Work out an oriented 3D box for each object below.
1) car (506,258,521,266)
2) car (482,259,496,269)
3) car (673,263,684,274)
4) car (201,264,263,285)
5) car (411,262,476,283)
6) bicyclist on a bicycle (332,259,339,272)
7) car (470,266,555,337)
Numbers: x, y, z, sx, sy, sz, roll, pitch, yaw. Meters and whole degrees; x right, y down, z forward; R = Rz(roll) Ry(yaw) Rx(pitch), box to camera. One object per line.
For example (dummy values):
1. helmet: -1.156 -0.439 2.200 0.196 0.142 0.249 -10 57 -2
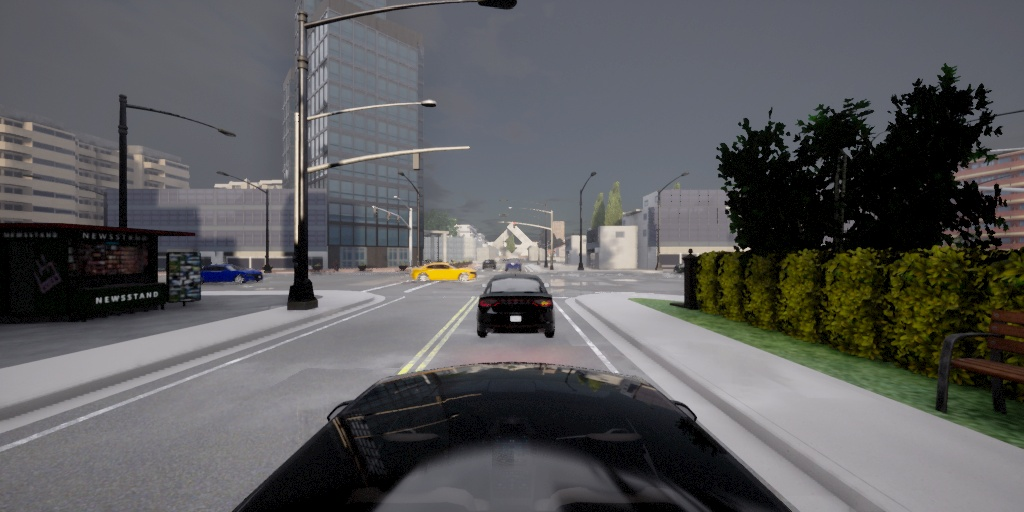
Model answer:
1. car: 0.216 1.102 49.581 2.097 1.767 4.553 0 0 1
2. car: -3.395 1.228 54.136 1.882 1.535 5.008 0 0 0
3. car: 19.977 1.058 38.806 4.553 1.767 2.097 0 0 0
4. car: -22.182 1.399 27.928 5.008 1.535 1.882 -1 0 0
5. car: -5.296 1.258 27.999 5.008 1.535 1.882 -1 0 0
6. bicyclist on a bicycle: -21.835 1.216 44.408 0.582 1.620 1.656 -1 0 0
7. car: 0.107 1.228 10.355 1.882 1.535 5.008 0 0 1
